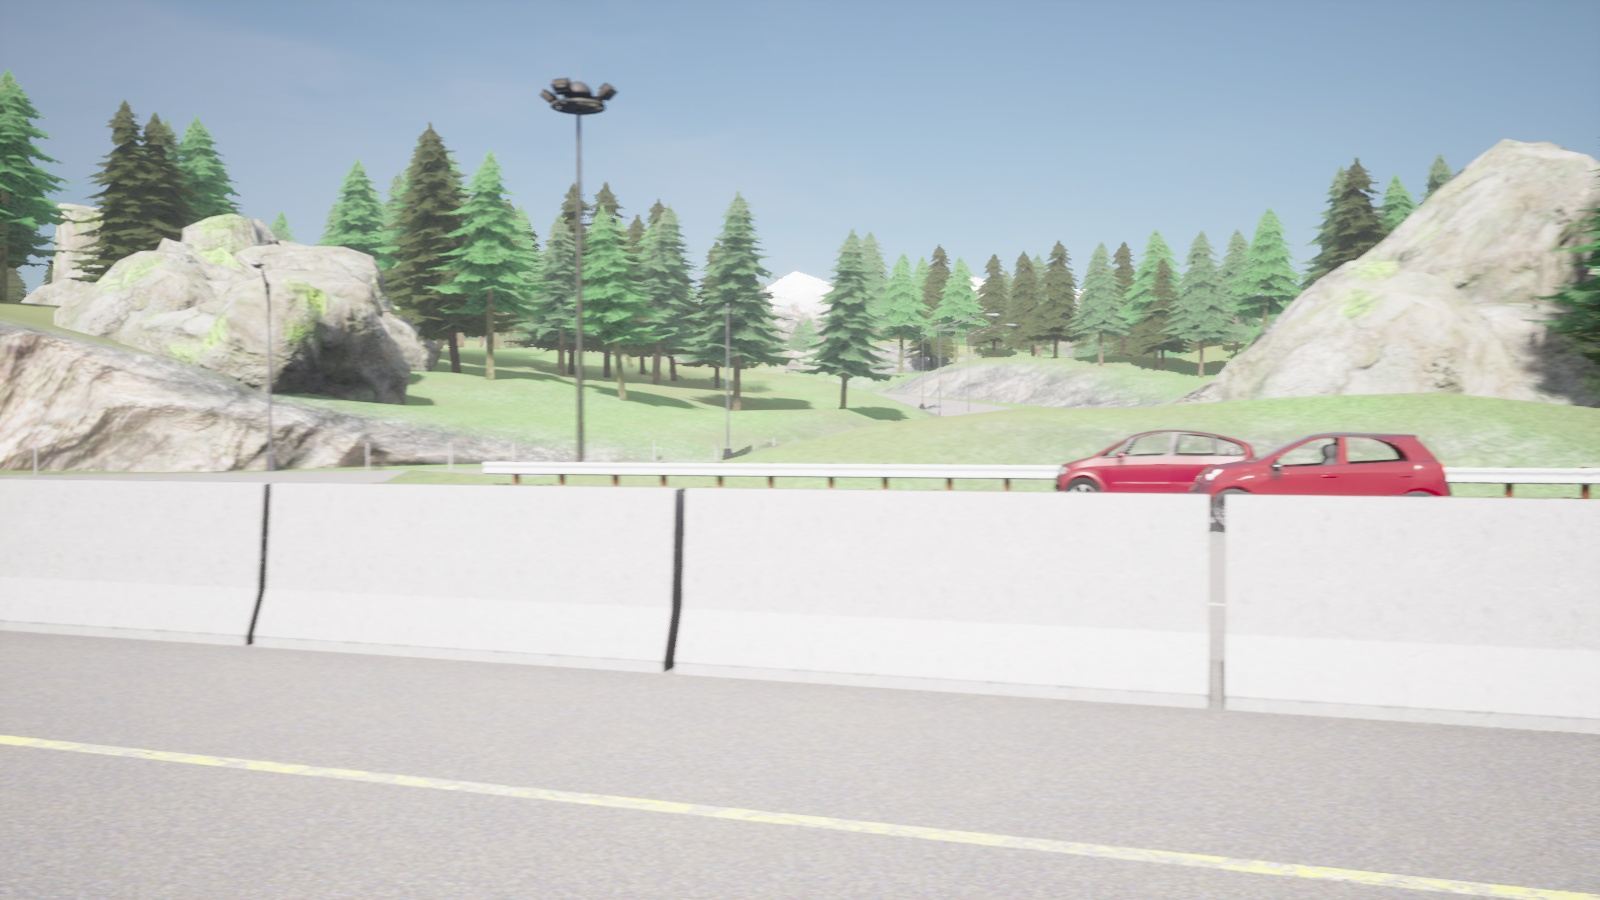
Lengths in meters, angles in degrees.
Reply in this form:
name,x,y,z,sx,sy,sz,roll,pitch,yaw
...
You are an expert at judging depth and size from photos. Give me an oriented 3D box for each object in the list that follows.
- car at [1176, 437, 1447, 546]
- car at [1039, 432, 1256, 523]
name,x,y,z,sx,sy,sz,roll,pitch,yaw
car,7.651,0.564,19.081,3.633,1.501,1.845,1,1,19
car,6.420,0.457,23.187,3.705,1.549,1.789,1,1,19
